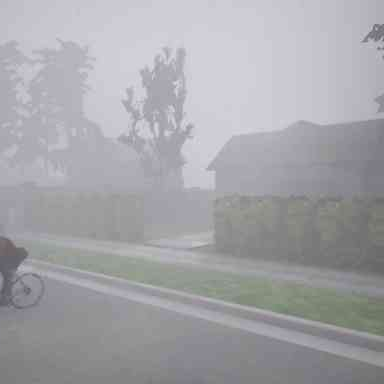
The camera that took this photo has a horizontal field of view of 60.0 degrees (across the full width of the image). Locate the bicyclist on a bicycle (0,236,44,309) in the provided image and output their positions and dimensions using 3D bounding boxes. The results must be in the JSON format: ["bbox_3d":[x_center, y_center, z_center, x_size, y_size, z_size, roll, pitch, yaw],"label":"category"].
[{"bbox_3d":[-3.454,1.444,5.983,0.582,1.620,1.656,0,2,36],"label":"bicyclist on a bicycle"}]
